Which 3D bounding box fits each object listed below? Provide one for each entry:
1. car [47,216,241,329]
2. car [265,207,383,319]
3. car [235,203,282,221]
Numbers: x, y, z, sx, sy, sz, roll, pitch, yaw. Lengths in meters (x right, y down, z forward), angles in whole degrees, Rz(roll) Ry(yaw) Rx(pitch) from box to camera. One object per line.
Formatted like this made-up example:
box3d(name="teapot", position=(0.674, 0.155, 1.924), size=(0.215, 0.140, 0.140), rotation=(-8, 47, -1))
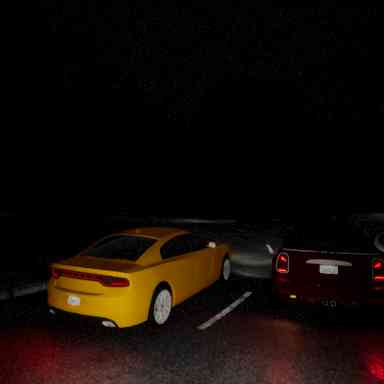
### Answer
box3d(name="car", position=(-0.679, 1.504, 7.243), size=(1.882, 1.535, 5.008), rotation=(0, 0, 27))
box3d(name="car", position=(3.126, 1.383, 7.803), size=(2.097, 1.767, 4.553), rotation=(0, 0, 20))
box3d(name="car", position=(5.782, 1.561, 26.325), size=(4.718, 1.301, 1.895), rotation=(-1, 0, 15))
